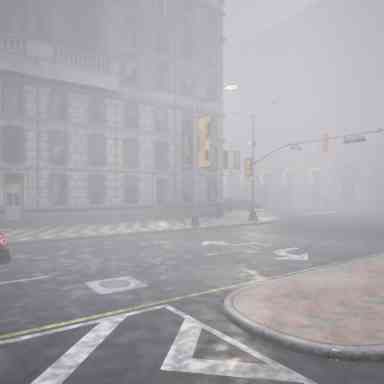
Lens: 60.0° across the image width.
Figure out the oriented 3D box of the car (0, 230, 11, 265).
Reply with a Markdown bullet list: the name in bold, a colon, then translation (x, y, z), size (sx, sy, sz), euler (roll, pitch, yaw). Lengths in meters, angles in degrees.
- **car**: translation (-7.329, 1.352, 8.599), size (4.553, 1.767, 2.097), euler (0, 0, -35)

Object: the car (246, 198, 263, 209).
- **car**: translation (7.371, 1.547, 46.347), size (2.033, 1.411, 5.357), euler (0, 0, -36)

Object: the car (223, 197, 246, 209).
- **car**: translation (4.497, 1.505, 44.358), size (1.837, 1.490, 4.892), euler (0, 0, -36)
